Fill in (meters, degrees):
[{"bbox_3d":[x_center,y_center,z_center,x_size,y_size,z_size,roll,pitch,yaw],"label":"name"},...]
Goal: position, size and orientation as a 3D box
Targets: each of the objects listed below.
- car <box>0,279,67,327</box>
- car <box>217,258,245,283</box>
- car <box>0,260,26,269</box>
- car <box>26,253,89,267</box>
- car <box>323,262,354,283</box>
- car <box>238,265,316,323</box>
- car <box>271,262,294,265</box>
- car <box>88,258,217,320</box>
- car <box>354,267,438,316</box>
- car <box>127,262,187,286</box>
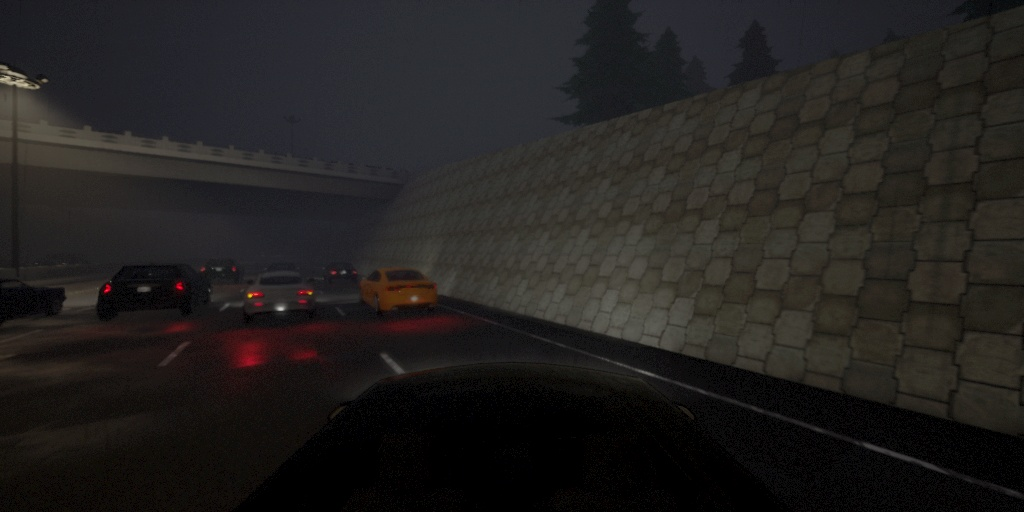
[{"bbox_3d":[-14.515,1.269,9.713,1.895,1.301,4.718,0,0,-32],"label":"car"},{"bbox_3d":[-20.246,0.924,25.191,2.097,1.767,4.553,0,0,-32],"label":"car"},{"bbox_3d":[-45.504,1.032,31.945,1.994,1.385,4.181,0,0,-32],"label":"car"},{"bbox_3d":[-42.840,0.687,34.277,2.150,2.045,5.566,0,0,-32],"label":"car"},{"bbox_3d":[-12.527,1.137,26.070,2.033,1.411,5.357,0,0,-32],"label":"car"},{"bbox_3d":[-7.639,1.202,11.931,1.812,1.442,4.674,0,0,-32],"label":"car"},{"bbox_3d":[-15.476,1.139,24.185,2.033,1.411,5.357,0,0,-32],"label":"car"},{"bbox_3d":[-12.169,1.011,12.554,2.097,1.767,4.553,0,0,-32],"label":"car"},{"bbox_3d":[-4.330,1.156,13.240,1.882,1.535,5.008,0,0,-32],"label":"car"},{"bbox_3d":[-23.701,1.133,24.111,1.994,1.385,4.181,0,0,-32],"label":"car"}]
